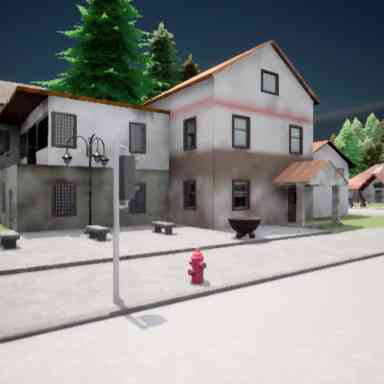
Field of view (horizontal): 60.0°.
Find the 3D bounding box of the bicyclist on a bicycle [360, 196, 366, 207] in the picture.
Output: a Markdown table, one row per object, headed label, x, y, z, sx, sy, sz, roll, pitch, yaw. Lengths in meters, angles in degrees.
| label | x | y | z | sx | sy | sz | roll | pitch | yaw |
| --- | --- | --- | --- | --- | --- | --- | --- | --- | --- |
| bicyclist on a bicycle | 23.523 | 1.323 | 45.809 | 1.656 | 1.620 | 0.582 | 0 | 0 | -36 |
